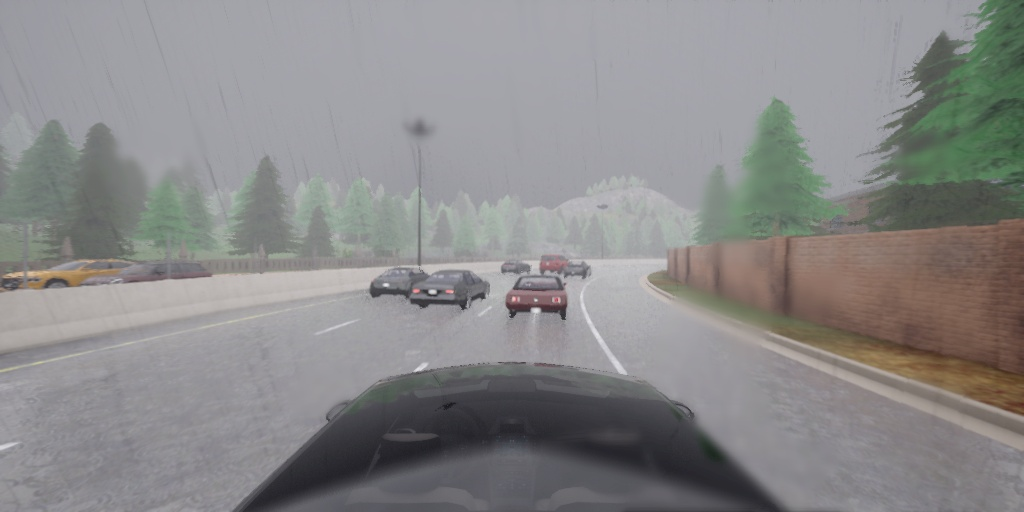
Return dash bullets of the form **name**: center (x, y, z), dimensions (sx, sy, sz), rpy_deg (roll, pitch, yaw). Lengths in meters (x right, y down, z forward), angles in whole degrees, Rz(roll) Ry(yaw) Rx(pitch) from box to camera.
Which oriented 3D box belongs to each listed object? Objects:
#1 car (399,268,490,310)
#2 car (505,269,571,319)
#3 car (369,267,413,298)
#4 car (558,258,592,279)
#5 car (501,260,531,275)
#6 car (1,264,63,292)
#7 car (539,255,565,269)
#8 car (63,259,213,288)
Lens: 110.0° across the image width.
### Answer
- **car**: center (-2.286, 1.248, 14.531), dimensions (2.033, 1.411, 5.357), rpy_deg (0, 0, 9)
- **car**: center (1.018, 1.321, 12.842), dimensions (1.895, 1.301, 4.718), rpy_deg (0, 0, 8)
- **car**: center (-5.201, 1.242, 17.772), dimensions (1.994, 1.385, 4.181), rpy_deg (0, 0, 10)
- **car**: center (5.849, 1.175, 31.640), dimensions (2.128, 1.511, 4.902), rpy_deg (0, 0, 20)
- **car**: center (0.490, 1.135, 37.058), dimensions (2.128, 1.511, 4.902), rpy_deg (0, 0, 22)
- **car**: center (-19.819, 0.901, 16.827), dimensions (1.882, 1.535, 5.008), rpy_deg (0, 0, 9)
- **car**: center (4.613, 0.880, 37.958), dimensions (2.150, 2.045, 5.566), rpy_deg (0, 0, 24)
- **car**: center (-16.354, 1.052, 16.337), dimensions (2.097, 1.767, 4.553), rpy_deg (0, 0, 9)
